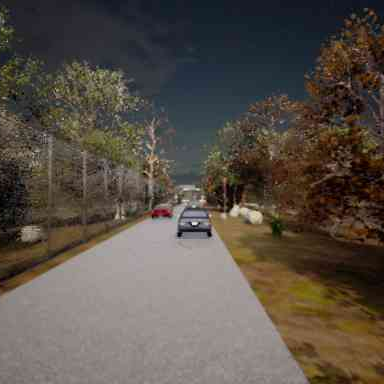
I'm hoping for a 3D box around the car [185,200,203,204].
[{"bbox_3d":[0.244,1.728,39.850,2.097,1.767,4.553,0,-1,0],"label":"car"}]

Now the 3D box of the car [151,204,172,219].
[{"bbox_3d":[-2.745,1.835,31.383,1.895,1.301,4.718,0,-1,0],"label":"car"}]

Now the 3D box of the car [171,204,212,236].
[{"bbox_3d":[0.138,1.630,18.968,2.033,1.411,5.357,0,-1,0],"label":"car"}]
